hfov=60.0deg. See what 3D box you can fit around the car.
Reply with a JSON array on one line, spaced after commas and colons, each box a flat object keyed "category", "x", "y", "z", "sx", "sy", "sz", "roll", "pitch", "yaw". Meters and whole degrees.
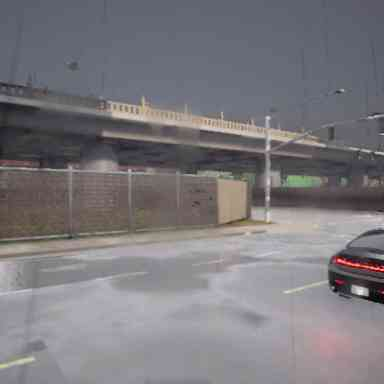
[{"category": "car", "x": 4.994, "y": 1.541, "z": 7.360, "sx": 4.892, "sy": 1.490, "sz": 1.837, "roll": 1, "pitch": 0, "yaw": -35}]
